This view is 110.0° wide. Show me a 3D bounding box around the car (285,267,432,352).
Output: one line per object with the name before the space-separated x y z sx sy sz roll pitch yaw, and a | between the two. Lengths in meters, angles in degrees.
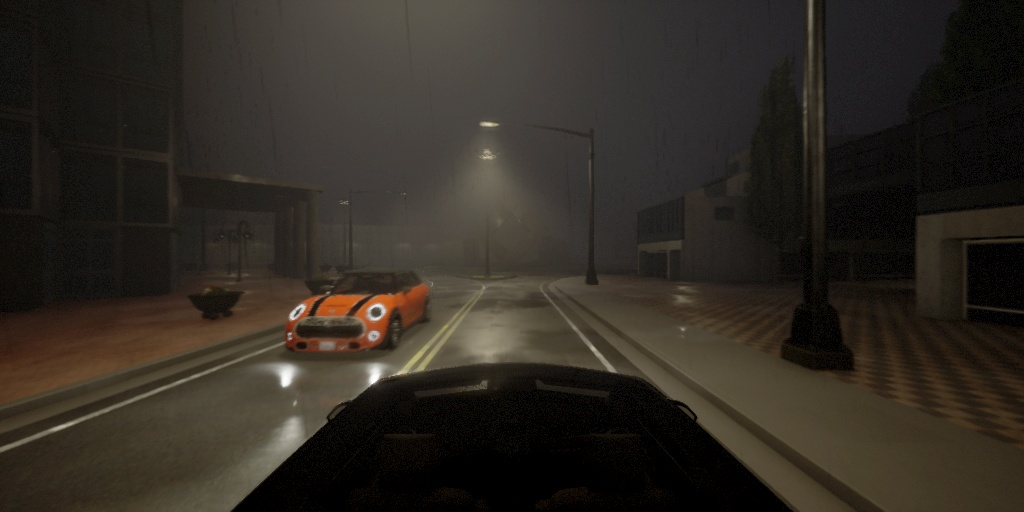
car | -3.500 1.117 9.046 2.097 1.767 4.553 0 0 0
